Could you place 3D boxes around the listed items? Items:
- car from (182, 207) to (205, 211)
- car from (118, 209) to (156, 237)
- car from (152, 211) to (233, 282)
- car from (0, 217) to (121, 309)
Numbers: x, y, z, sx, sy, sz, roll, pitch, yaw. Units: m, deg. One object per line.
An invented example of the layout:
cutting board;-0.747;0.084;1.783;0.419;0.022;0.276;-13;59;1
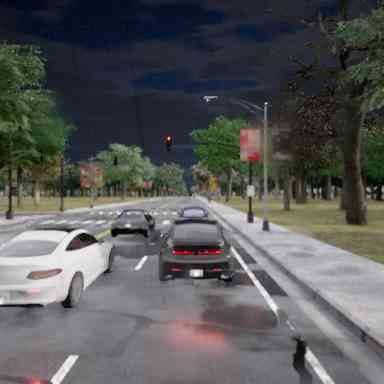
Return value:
car;0.093;1.601;19.540;1.812;1.442;4.674;0;0;0
car;-3.157;1.635;18.458;1.994;1.385;4.181;0;0;0
car;0.097;1.544;9.804;1.837;1.490;4.892;0;0;0
car;-3.153;1.555;7.795;1.812;1.442;4.674;0;0;0
